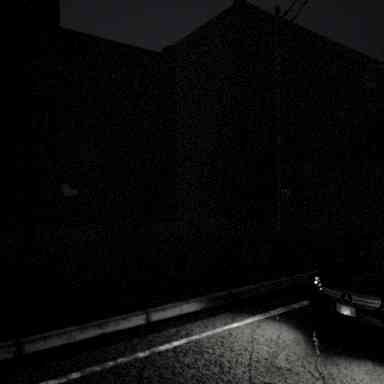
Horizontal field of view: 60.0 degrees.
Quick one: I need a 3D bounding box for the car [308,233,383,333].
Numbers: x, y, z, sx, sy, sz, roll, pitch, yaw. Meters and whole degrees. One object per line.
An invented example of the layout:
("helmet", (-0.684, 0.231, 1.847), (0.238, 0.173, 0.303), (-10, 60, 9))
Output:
("car", (4.224, 1.524, 6.387), (4.674, 1.442, 1.812), (0, 0, -35))
